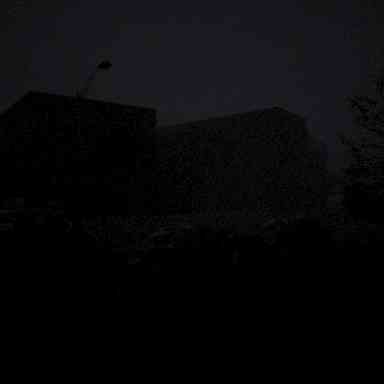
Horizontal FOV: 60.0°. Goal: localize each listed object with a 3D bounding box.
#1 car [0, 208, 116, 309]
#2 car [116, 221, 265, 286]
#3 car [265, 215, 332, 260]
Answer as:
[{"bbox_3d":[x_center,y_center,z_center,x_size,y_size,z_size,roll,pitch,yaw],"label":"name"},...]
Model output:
[{"bbox_3d":[-4.761,1.412,6.854,5.566,2.045,2.435,1,2,-37],"label":"car"},{"bbox_3d":[-0.312,1.696,10.296,4.892,1.521,2.231,1,2,-39],"label":"car"},{"bbox_3d":[3.993,1.731,13.863,4.892,1.521,2.231,1,2,-40],"label":"car"}]
